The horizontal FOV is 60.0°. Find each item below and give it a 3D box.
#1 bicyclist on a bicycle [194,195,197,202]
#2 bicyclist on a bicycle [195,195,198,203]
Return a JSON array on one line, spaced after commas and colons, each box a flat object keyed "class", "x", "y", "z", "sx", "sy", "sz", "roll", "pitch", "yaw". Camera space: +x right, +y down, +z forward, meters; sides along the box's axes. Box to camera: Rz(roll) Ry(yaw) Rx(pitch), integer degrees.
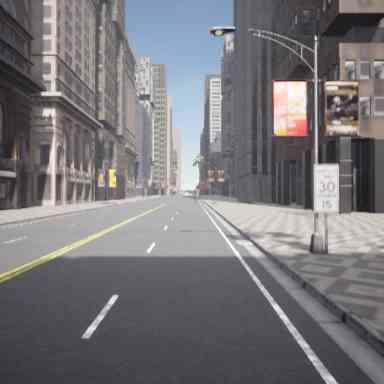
[{"class": "bicyclist on a bicycle", "x": 0.910, "y": 1.525, "z": 79.385, "sx": 0.582, "sy": 1.620, "sz": 1.656, "roll": 1, "pitch": 0, "yaw": 0}, {"class": "bicyclist on a bicycle", "x": 0.906, "y": 1.510, "z": 70.384, "sx": 0.582, "sy": 1.620, "sz": 1.656, "roll": 1, "pitch": 0, "yaw": 0}]
